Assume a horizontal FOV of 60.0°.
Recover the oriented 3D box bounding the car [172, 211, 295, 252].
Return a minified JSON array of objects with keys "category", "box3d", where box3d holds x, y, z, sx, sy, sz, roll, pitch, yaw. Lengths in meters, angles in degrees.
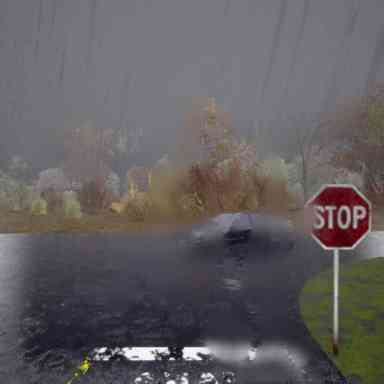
[{"category":"car","box3d":[1.896,1.519,13.926,5.357,1.411,2.033,-1,0,-31]}]
